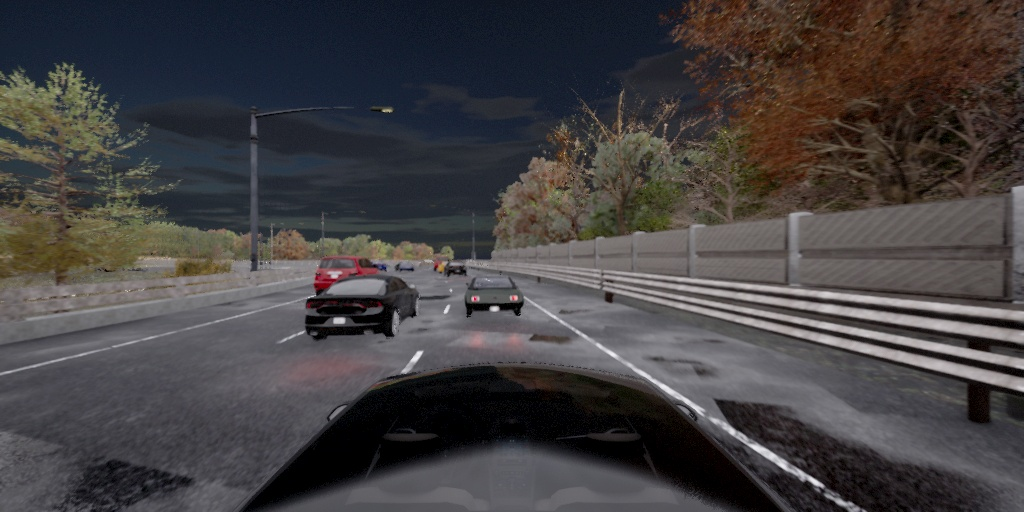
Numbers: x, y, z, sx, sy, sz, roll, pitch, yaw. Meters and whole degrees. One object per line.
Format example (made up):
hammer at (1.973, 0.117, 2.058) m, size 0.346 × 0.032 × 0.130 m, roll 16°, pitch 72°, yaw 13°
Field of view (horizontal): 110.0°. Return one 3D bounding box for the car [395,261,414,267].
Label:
car at (-14.927, 1.426, 49.727) m, size 1.994 × 1.385 × 4.181 m, roll 0°, pitch 0°, yaw -28°

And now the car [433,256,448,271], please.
car at (-9.749, 1.059, 50.034) m, size 2.150 × 2.045 × 5.566 m, roll 0°, pitch 0°, yaw -13°

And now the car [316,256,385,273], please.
car at (-8.607, 1.028, 19.176) m, size 2.150 × 2.045 × 5.566 m, roll 0°, pitch 0°, yaw -9°

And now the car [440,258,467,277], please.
car at (-5.846, 1.284, 36.539) m, size 1.882 × 1.535 × 5.008 m, roll 0°, pitch 0°, yaw -17°

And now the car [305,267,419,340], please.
car at (-3.934, 1.254, 10.231) m, size 1.882 × 1.535 × 5.008 m, roll 0°, pitch 0°, yaw -5°

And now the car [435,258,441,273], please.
car at (-7.655, 1.298, 42.581) m, size 1.882 × 1.535 × 5.008 m, roll 0°, pitch 0°, yaw -16°

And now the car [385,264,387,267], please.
car at (-18.180, 1.355, 48.401) m, size 1.882 × 1.535 × 5.008 m, roll 0°, pitch 0°, yaw -28°

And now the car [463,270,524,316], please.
car at (-0.796, 1.364, 13.406) m, size 1.895 × 1.301 × 4.718 m, roll 0°, pitch 0°, yaw -7°
